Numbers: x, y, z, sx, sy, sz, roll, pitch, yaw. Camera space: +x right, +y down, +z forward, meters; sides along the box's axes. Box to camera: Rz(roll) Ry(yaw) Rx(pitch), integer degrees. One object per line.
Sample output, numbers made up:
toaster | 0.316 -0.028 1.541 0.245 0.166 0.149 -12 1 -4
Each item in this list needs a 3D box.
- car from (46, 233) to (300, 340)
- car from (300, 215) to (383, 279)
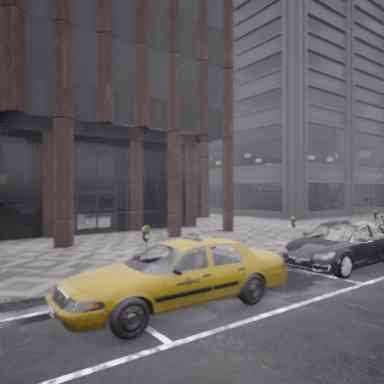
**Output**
car | -0.194 1.521 6.511 4.829 1.417 1.752 0 0 -35
car | 4.533 1.540 9.881 4.403 1.369 2.008 0 0 -35
